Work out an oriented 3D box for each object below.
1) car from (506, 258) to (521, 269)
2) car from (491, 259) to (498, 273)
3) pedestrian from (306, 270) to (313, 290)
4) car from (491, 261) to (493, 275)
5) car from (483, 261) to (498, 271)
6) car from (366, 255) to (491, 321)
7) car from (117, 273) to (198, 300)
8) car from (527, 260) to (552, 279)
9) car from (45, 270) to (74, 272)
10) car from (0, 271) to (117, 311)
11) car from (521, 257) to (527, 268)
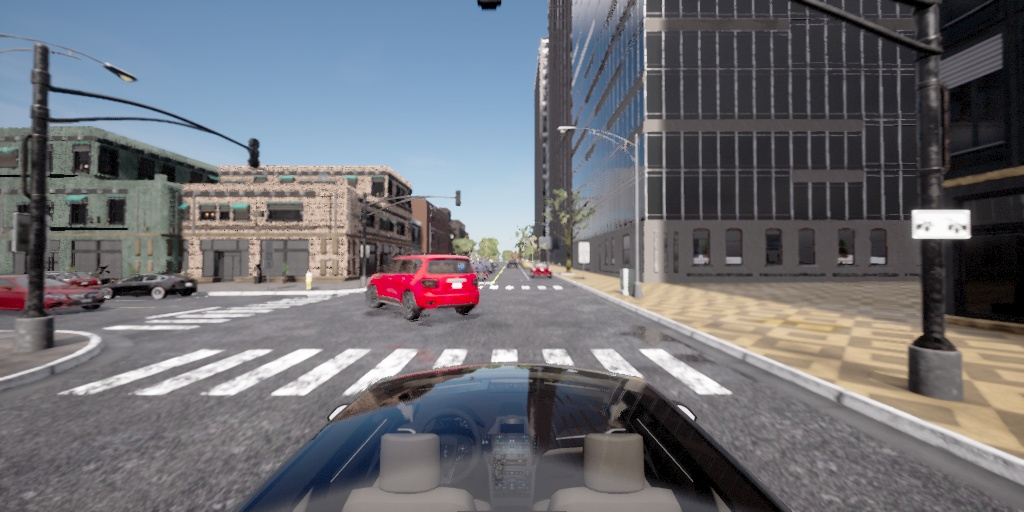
[{"bbox_3d":[0.122,1.392,61.319,1.837,1.490,4.892,0,0,0],"label":"car"},{"bbox_3d":[-3.079,1.389,41.955,2.033,1.411,5.357,0,0,0],"label":"car"},{"bbox_3d":[-12.537,1.434,22.144,0.375,1.300,0.375,0,0,1],"label":"pedestrian"},{"bbox_3d":[-3.089,1.366,31.767,2.033,1.411,5.357,0,0,0],"label":"car"},{"bbox_3d":[-3.037,1.467,52.249,1.895,1.301,4.718,0,0,0],"label":"car"},{"bbox_3d":[-3.370,0.996,12.942,2.150,2.045,5.566,1,-1,-39],"label":"car"},{"bbox_3d":[-19.405,1.591,19.278,4.313,1.339,1.948,0,0,1],"label":"car"},{"bbox_3d":[2.702,1.264,34.147,1.967,1.591,4.097,0,0,0],"label":"car"},{"bbox_3d":[-24.953,1.518,19.352,4.097,1.591,1.967,0,0,1],"label":"car"},{"bbox_3d":[-18.257,1.437,13.480,4.674,1.442,1.812,-1,-1,1],"label":"car"},{"bbox_3d":[2.712,1.414,61.992,1.751,1.417,4.829,0,0,0],"label":"car"}]
